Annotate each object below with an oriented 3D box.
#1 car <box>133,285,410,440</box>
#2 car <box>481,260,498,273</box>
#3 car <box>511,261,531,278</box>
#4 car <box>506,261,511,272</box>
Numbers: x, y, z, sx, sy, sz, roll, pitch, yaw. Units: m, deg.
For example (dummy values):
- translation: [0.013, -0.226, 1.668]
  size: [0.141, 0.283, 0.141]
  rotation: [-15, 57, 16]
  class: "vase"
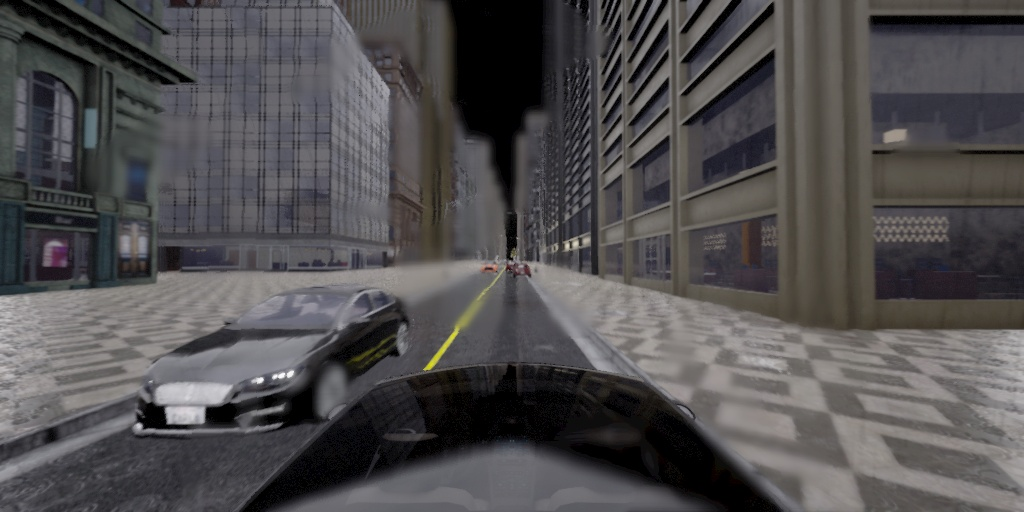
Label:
- translation: [-3.100, 1.265, 5.862]
  size: [2.128, 1.511, 4.902]
  rotation: [0, 0, 0]
  class: "car"
- translation: [-3.062, 1.414, 49.729]
  size: [2.097, 1.767, 4.553]
  rotation: [0, 0, 0]
  class: "car"
- translation: [1.051, 1.509, 37.805]
  size: [1.812, 1.442, 4.674]
  rotation: [0, 0, 0]
  class: "car"
- translation: [0.002, 1.574, 54.883]
  size: [1.882, 1.535, 5.008]
  rotation: [0, 0, 0]
  class: "car"
